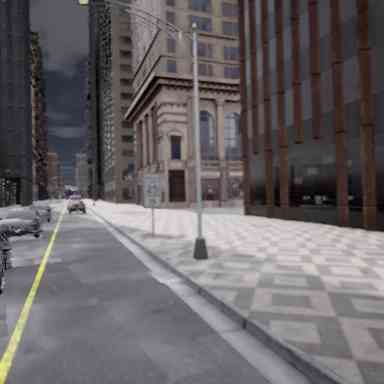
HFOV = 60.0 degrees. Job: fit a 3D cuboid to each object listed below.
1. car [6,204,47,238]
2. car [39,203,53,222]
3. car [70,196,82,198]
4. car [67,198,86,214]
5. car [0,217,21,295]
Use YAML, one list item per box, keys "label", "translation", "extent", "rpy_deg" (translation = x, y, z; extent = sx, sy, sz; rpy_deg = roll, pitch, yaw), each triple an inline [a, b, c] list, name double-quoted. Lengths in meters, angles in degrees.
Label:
- label: "car"
  translation: [-9.309, 1.676, 18.396]
  extent: [1.837, 1.490, 4.892]
  rpy_deg: [-1, 0, -20]
- label: "car"
  translation: [-12.844, 1.731, 28.091]
  extent: [2.128, 1.511, 4.902]
  rpy_deg: [-1, 0, -20]
- label: "car"
  translation: [-17.019, 1.549, 48.769]
  extent: [2.150, 2.045, 5.566]
  rpy_deg: [-1, 0, -20]
- label: "car"
  translation: [-13.441, 1.756, 38.991]
  extent: [1.837, 1.490, 4.892]
  rpy_deg: [-1, 0, -20]
- label: "car"
  translation: [-5.832, 1.656, 8.748]
  extent: [2.033, 1.411, 5.357]
  rpy_deg: [-1, 0, -25]
